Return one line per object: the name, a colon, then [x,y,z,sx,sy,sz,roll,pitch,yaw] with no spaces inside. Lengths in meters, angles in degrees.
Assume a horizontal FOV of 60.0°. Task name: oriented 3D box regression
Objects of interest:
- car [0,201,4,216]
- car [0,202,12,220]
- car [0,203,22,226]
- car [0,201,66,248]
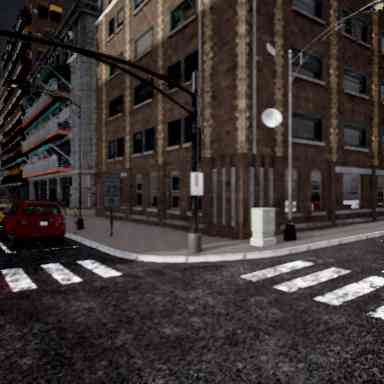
car: [-20.025,1.587,33.081,1.887,1.381,4.507,0,0,-35]
car: [-16.815,1.600,28.559,1.947,1.339,4.313,0,0,-35]
car: [-13.704,1.552,24.176,1.752,1.417,4.829,0,0,-35]
car: [-7.185,1.327,14.991,2.192,1.841,5.009,0,0,-35]
